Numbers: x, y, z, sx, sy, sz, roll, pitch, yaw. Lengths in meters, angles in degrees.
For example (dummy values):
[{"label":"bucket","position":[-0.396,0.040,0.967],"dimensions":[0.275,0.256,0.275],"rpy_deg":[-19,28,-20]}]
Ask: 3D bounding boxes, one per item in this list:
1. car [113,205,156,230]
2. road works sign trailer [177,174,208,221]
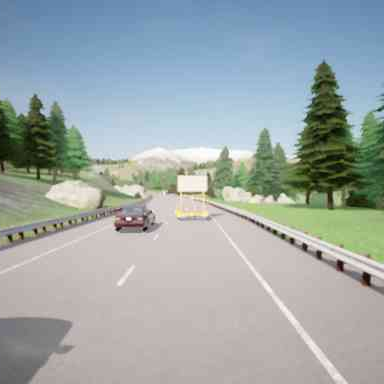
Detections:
[{"label":"car","position":[-3.395,1.487,20.349],"dimensions":[2.033,1.411,5.357],"rpy_deg":[0,0,0]},{"label":"road works sign trailer","position":[0.027,0.387,26.013],"dimensions":[2.380,3.560,2.880],"rpy_deg":[0,0,-1]}]
